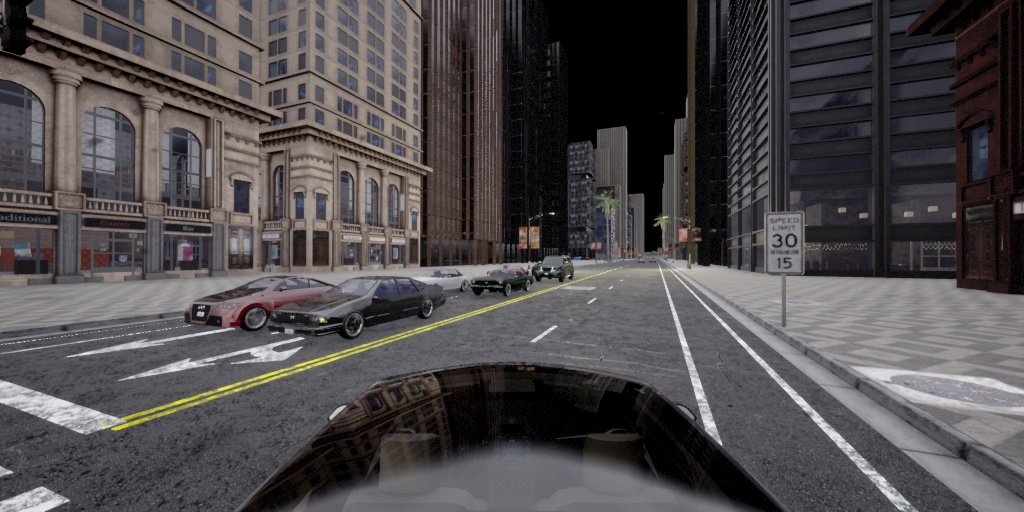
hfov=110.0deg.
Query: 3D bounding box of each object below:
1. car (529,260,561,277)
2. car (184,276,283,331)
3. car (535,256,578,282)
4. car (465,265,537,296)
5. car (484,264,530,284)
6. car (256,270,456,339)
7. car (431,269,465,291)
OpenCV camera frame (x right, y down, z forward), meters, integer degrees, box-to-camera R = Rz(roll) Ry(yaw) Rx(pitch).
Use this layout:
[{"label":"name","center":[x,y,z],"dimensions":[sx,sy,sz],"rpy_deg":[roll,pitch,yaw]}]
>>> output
[{"label":"car","center":[3.573,1.251,37.901],"dimensions":[1.882,1.535,5.008],"rpy_deg":[0,0,22]},{"label":"car","center":[-7.274,1.316,11.083],"dimensions":[1.994,1.385,4.181],"rpy_deg":[0,0,22]},{"label":"car","center":[3.582,0.987,29.322],"dimensions":[2.150,2.045,5.566],"rpy_deg":[0,0,22]},{"label":"car","center":[-0.420,1.358,19.402],"dimensions":[1.895,1.301,4.718],"rpy_deg":[0,0,22]},{"label":"car","center":[-0.278,1.364,28.449],"dimensions":[1.895,1.301,4.718],"rpy_deg":[0,0,22]},{"label":"car","center":[-4.006,1.299,10.509],"dimensions":[2.033,1.411,5.357],"rpy_deg":[0,0,22]},{"label":"car","center":[-4.003,1.357,19.211],"dimensions":[1.895,1.301,4.718],"rpy_deg":[0,0,22]}]
